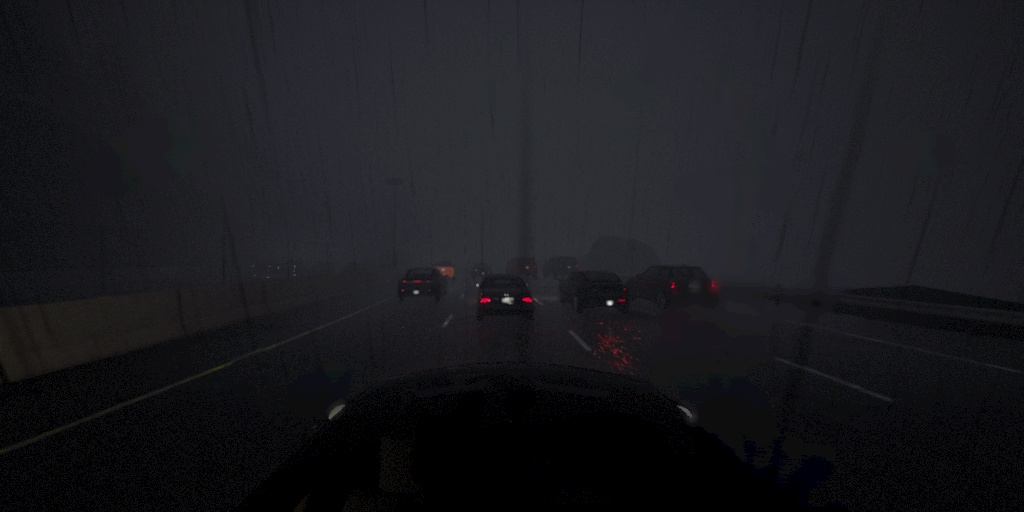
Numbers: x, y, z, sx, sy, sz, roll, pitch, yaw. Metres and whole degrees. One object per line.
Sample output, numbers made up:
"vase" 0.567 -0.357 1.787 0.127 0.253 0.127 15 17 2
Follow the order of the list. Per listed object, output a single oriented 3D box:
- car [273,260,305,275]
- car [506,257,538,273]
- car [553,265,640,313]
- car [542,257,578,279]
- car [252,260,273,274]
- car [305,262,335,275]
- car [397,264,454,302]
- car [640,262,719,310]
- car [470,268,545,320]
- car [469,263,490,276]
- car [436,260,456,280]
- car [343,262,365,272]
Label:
"car" -26.608 1.321 43.415 2.097 1.767 4.553 0 0 -15
"car" 0.848 1.082 33.037 2.150 2.045 5.566 0 0 -10
"car" 3.064 1.292 14.173 1.837 1.490 4.892 0 0 -4
"car" 4.394 1.073 33.022 2.150 2.045 5.566 0 0 -9
"car" -30.666 1.336 45.065 2.097 1.767 4.553 0 0 -15
"car" -23.097 1.451 43.838 2.128 1.511 4.902 0 0 -14
"car" -4.214 1.309 17.429 2.128 1.511 4.902 0 0 -5
"car" 6.489 1.133 15.109 2.097 1.767 4.553 0 0 -4
"car" -0.320 1.338 12.863 2.033 1.411 5.357 0 0 -4
"car" -3.018 1.402 34.719 1.812 1.442 4.674 0 0 -10
"car" -6.354 1.233 33.464 2.097 1.767 4.553 0 0 -10
"car" -19.765 1.504 45.039 2.033 1.411 5.357 0 0 -14
